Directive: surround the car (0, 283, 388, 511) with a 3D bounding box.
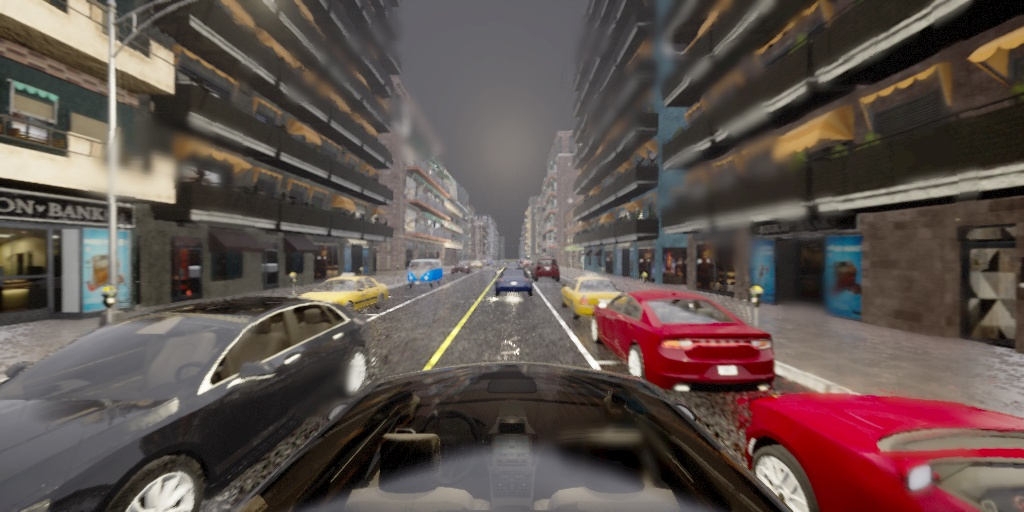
[{"bbox_3d":[-3.095,1.257,3.690,1.837,1.490,4.892,0,0,0],"label":"car"}]

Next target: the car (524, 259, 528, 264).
[{"bbox_3d":[2.708,1.324,40.673,2.007,1.370,4.403,0,0,0],"label":"car"}]

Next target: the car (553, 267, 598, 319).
[{"bbox_3d":[2.697,1.270,12.535,1.751,1.417,4.829,0,0,0],"label":"car"}]

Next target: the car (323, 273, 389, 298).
[{"bbox_3d":[-5.684,1.278,12.222,1.751,1.417,4.829,0,0,0],"label":"car"}]

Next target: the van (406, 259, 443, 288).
[{"bbox_3d":[-5.679,1.100,23.715,1.690,1.789,3.998,0,0,0],"label":"van"}]

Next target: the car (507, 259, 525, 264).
[{"bbox_3d":[0.112,1.339,40.452,1.994,1.385,4.181,0,0,0],"label":"car"}]

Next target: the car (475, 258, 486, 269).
[{"bbox_3d":[-5.666,1.340,57.516,1.751,1.417,4.829,0,0,0],"label":"car"}]

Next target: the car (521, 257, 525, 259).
[{"bbox_3d":[2.715,1.246,57.658,1.967,1.591,4.097,0,0,0],"label":"car"}]

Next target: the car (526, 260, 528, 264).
[{"bbox_3d":[2.706,1.316,35.011,2.007,1.370,4.403,0,0,0],"label":"car"}]

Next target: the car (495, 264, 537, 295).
[{"bbox_3d":[0.101,1.315,19.775,1.994,1.385,4.181,0,0,0],"label":"car"}]

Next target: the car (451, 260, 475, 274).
[{"bbox_3d":[-5.672,1.221,40.700,1.967,1.591,4.097,0,0,0],"label":"car"}]

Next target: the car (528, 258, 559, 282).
[{"bbox_3d":[2.704,1.072,29.349,2.192,1.841,5.009,0,0,0],"label":"car"}]

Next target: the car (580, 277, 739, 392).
[{"bbox_3d":[2.695,1.290,6.708,1.888,1.381,4.507,0,0,0],"label":"car"}]

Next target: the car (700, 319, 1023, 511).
[{"bbox_3d":[2.692,1.293,1.043,1.888,1.381,4.507,0,0,0],"label":"car"}]
